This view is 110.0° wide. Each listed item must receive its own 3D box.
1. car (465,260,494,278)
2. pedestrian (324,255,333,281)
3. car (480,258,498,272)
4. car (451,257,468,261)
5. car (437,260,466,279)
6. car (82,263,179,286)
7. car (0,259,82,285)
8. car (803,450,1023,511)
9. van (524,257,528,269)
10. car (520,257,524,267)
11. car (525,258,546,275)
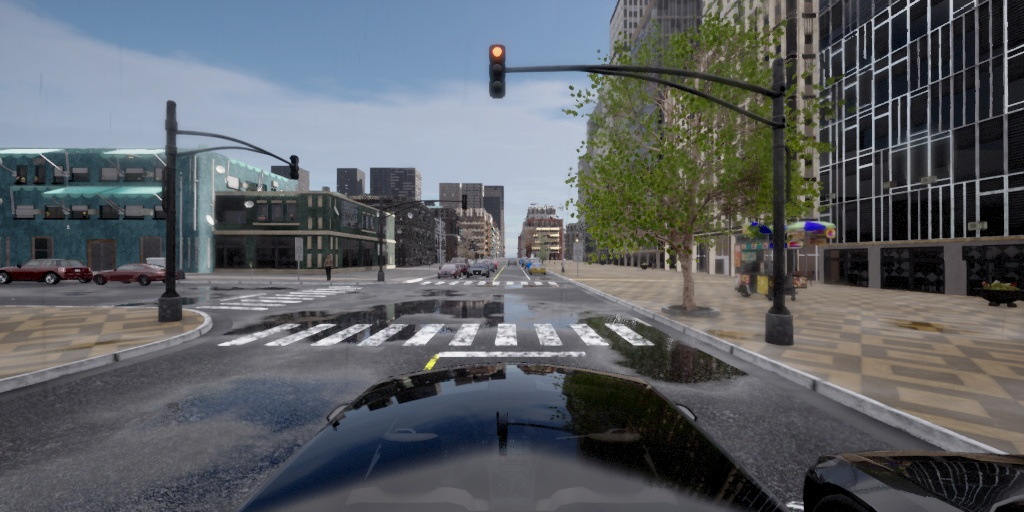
[{"bbox_3d":[-3.089,1.316,33.733,1.994,1.385,4.181,0,0,0],"label":"car"},{"bbox_3d":[-12.742,0.788,24.916,0.375,1.860,0.375,0,-1,-1],"label":"pedestrian"},{"bbox_3d":[-3.086,1.317,43.782,1.994,1.385,4.181,0,0,0],"label":"car"},{"bbox_3d":[-5.679,1.067,38.460,2.192,1.841,5.009,0,0,0],"label":"car"},{"bbox_3d":[-5.680,1.334,32.909,1.802,1.307,4.207,0,0,0],"label":"car"},{"bbox_3d":[-22.815,1.090,21.828,4.207,1.307,1.802,0,0,-1],"label":"car"},{"bbox_3d":[-28.363,0.879,21.751,4.097,1.591,1.967,0,0,-1],"label":"car"},{"bbox_3d":[2.691,1.316,0.431,1.948,1.339,4.313,0,0,0],"label":"car"},{"bbox_3d":[2.703,1.094,44.011,1.690,1.789,3.998,0,0,0],"label":"van"},{"bbox_3d":[2.706,1.305,55.113,2.007,1.370,4.403,0,0,0],"label":"car"},{"bbox_3d":[2.702,1.278,38.630,1.751,1.417,4.829,0,0,0],"label":"car"}]
